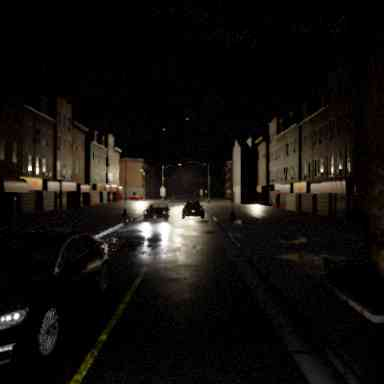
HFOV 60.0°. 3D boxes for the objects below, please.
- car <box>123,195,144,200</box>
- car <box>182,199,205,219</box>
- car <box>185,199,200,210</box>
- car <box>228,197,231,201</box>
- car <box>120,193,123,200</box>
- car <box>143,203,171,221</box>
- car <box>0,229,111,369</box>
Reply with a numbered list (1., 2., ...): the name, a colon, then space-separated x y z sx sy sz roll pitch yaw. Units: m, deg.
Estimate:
1. car: -14.683 1.520 85.665 4.507 1.381 1.887 0 -1 0
2. car: 0.098 1.580 29.830 1.994 1.385 4.181 0 0 0
3. car: 0.102 1.626 44.002 1.895 1.301 4.718 0 0 0
4. car: 11.728 1.484 85.709 5.009 1.841 2.192 0 -1 0
5. car: -20.115 1.252 85.659 5.009 1.841 2.192 0 -1 0
6. car: -2.813 1.617 27.496 1.895 1.301 4.718 0 0 0
7. car: -2.845 1.497 6.036 2.128 1.511 4.902 0 0 0
